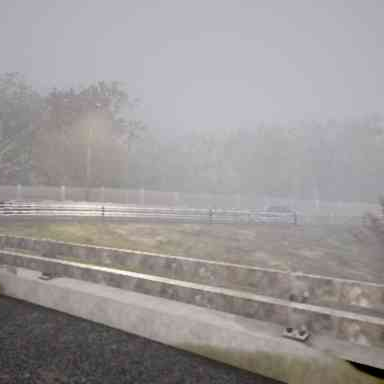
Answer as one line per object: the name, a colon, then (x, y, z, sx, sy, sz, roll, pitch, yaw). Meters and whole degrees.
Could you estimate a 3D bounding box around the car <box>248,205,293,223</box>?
car: (9.558, 2.636, 40.294, 5.566, 2.045, 2.150, 4, -1, -22)
